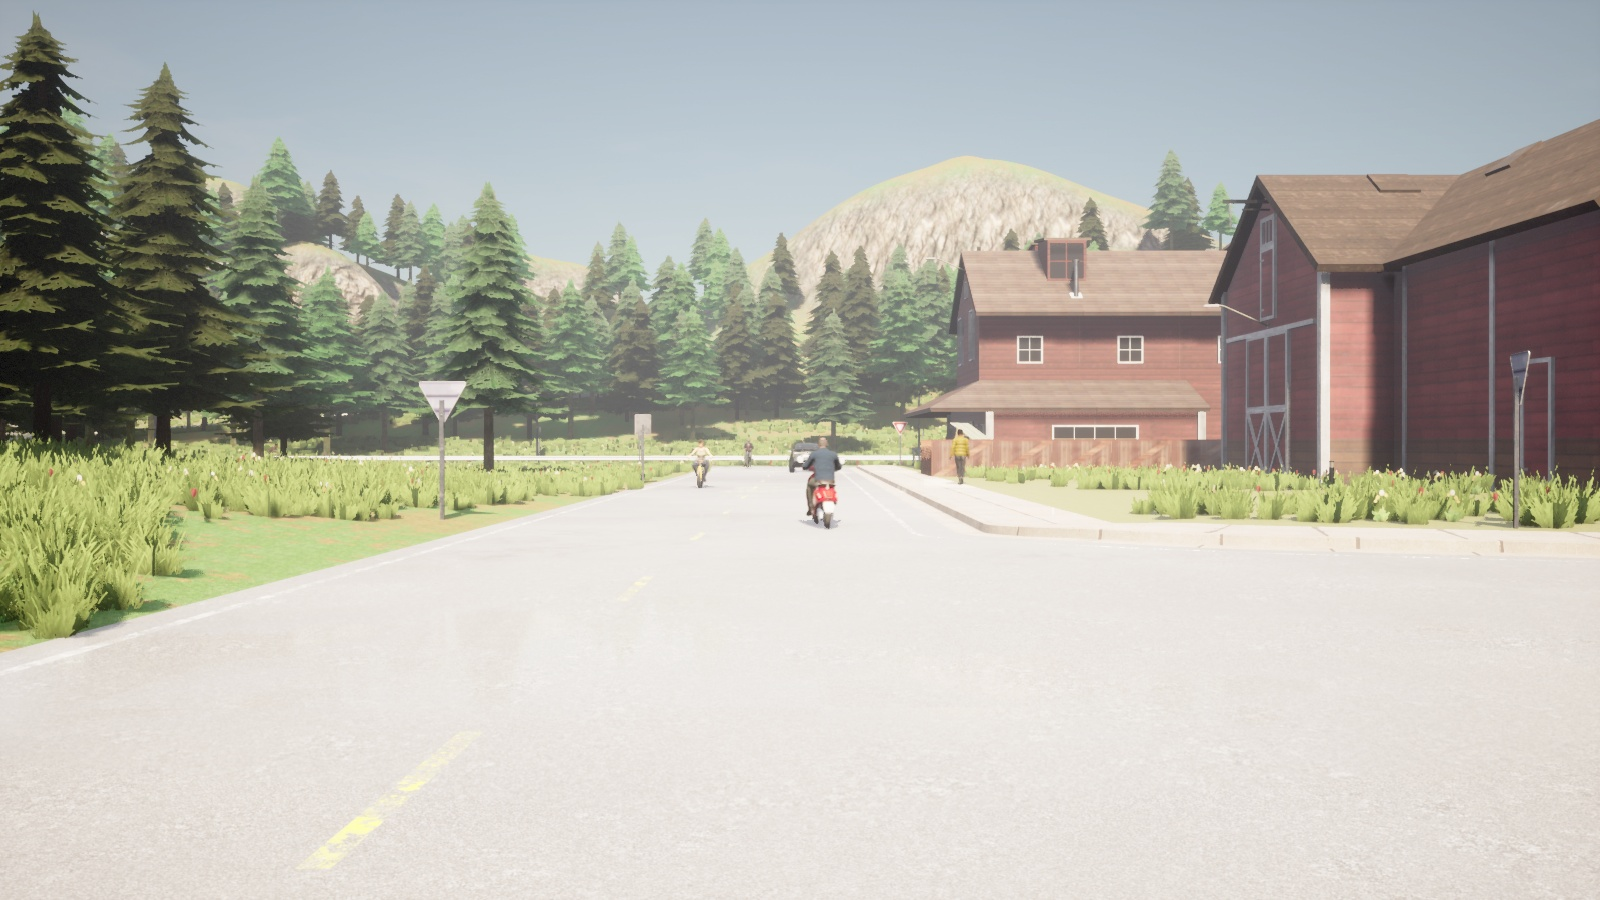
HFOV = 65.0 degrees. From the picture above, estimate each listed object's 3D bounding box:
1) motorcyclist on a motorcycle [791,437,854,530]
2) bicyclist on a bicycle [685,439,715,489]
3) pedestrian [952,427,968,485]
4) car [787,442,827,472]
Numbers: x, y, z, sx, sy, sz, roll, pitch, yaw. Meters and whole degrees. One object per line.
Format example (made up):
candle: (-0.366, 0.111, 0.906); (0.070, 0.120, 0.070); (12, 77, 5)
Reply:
motorcyclist on a motorcycle: (0.381, 0.574, 22.604); (0.866, 1.590, 1.817); (1, 0, -7)
bicyclist on a bicycle: (-3.262, 0.449, 41.074); (0.866, 1.612, 1.509); (0, 0, 0)
pedestrian: (5.145, 0.178, 40.355); (0.431, 1.840, 0.709); (0, 0, 11)
car: (0.375, 0.327, 64.946); (2.007, 1.525, 4.514); (0, 0, 0)
